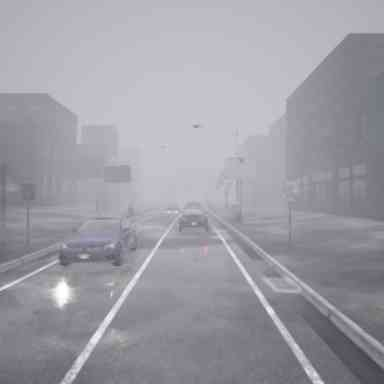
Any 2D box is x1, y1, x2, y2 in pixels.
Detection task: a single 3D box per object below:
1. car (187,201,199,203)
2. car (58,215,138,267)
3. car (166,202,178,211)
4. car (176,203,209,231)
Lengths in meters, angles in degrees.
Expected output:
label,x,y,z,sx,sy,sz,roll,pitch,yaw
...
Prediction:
label,x,y,z,sx,sy,sz,roll,pitch,yaw
car,0.128,1.863,39.077,2.097,1.767,4.553,0,-1,0
car,-3.081,1.590,11.821,1.812,1.442,4.674,0,0,0
car,-3.032,2.348,52.854,1.994,1.385,4.181,0,-1,0
car,0.115,1.674,21.373,1.812,1.442,4.674,0,-1,0
